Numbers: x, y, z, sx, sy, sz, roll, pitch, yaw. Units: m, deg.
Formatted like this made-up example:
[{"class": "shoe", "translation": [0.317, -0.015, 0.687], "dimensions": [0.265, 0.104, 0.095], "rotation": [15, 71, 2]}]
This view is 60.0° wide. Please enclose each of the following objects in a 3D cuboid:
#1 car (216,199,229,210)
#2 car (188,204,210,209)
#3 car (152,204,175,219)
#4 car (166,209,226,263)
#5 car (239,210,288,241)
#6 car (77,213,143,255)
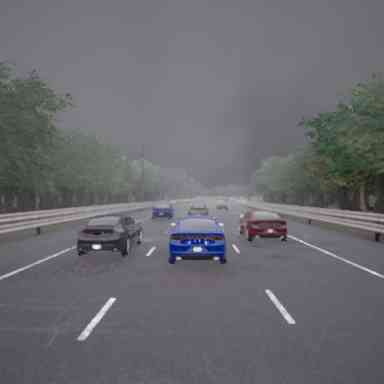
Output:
[{"class": "car", "translation": [5.243, 2.419, 57.744], "dimensions": [1.895, 1.301, 4.718], "rotation": [0, -1, 3]}, {"class": "car", "translation": [0.658, 1.894, 32.046], "dimensions": [2.128, 1.511, 4.902], "rotation": [0, -1, 2]}, {"class": "car", "translation": [-2.794, 1.898, 33.548], "dimensions": [1.882, 1.535, 5.008], "rotation": [0, -1, 2]}, {"class": "car", "translation": [0.203, 1.619, 12.627], "dimensions": [1.882, 1.535, 5.008], "rotation": [0, 0, 1]}, {"class": "car", "translation": [3.687, 1.688, 17.908], "dimensions": [1.882, 1.535, 5.008], "rotation": [0, -1, 1]}, {"class": "car", "translation": [-3.276, 1.662, 13.962], "dimensions": [1.837, 1.490, 4.892], "rotation": [0, 0, 1]}]
